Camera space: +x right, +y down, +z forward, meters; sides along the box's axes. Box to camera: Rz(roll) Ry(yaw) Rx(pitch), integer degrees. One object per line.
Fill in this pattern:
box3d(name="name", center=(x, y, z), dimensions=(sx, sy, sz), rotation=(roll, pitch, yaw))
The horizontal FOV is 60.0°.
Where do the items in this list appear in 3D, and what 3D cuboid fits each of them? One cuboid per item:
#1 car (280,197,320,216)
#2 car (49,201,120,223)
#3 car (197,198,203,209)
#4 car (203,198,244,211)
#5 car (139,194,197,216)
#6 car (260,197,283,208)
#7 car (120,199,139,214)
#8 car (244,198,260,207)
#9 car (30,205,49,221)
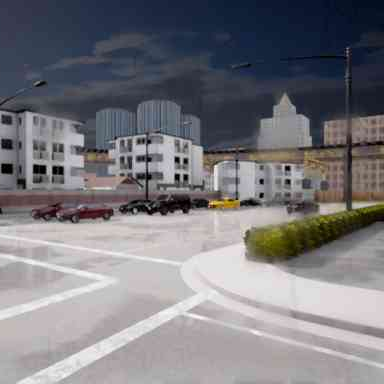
box3d(name="car", center=(11.083, 1.485, 33.020), dimensions=(2.128, 1.511, 4.902), rotation=(0, 0, 40))
box3d(name="car", center=(-8.129, 1.511, 25.621), dimensions=(1.812, 1.442, 4.674), rotation=(0, 0, 37))
box3d(name="car", center=(0.617, 1.510, 42.563), dimensions=(1.812, 1.442, 4.674), rotation=(0, 0, 40))
box3d(name="car", center=(4.005, 1.464, 41.164), dimensions=(1.882, 1.535, 5.008), rotation=(0, 0, 41))
box3d(name="car", center=(-2.289, 1.207, 33.359), dimensions=(2.150, 2.045, 5.566), rotation=(0, 0, 37))
box3d(name="car", center=(12.835, 1.490, 48.670), dimensions=(4.892, 1.490, 1.837), rotation=(-1, 1, -28))
box3d(name="car", center=(-5.469, 1.488, 34.909), dimensions=(1.837, 1.490, 4.892), rotation=(0, 0, 38))
box3d(name="car", center=(8.592, 1.549, 50.033), dimensions=(4.181, 1.385, 1.994), rotation=(0, 0, -33))
box3d(name="car", center=(-10.964, 1.509, 27.672), dimensions=(1.812, 1.442, 4.674), rotation=(0, 0, 37))
